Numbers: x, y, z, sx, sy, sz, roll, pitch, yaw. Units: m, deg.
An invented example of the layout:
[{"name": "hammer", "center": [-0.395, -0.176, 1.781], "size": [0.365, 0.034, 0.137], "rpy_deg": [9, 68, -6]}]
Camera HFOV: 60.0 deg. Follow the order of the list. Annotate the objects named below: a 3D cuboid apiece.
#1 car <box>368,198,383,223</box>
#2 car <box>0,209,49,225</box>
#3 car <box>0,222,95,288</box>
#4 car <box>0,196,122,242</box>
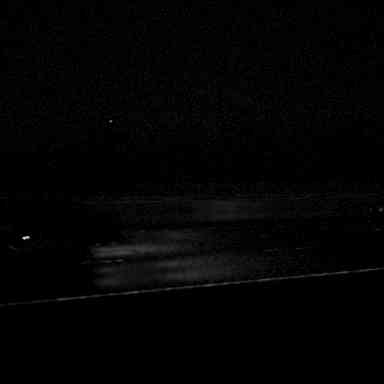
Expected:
[{"name": "car", "center": [13.671, 1.111, 21.151], "size": [4.553, 1.767, 2.097], "rpy_deg": [-1, 1, -16]}, {"name": "car", "center": [-7.707, 1.536, 11.171], "size": [4.902, 1.511, 2.128], "rpy_deg": [-1, 1, -16]}, {"name": "car", "center": [-4.968, 1.662, 8.334], "size": [4.718, 1.301, 1.895], "rpy_deg": [-1, 1, -16]}, {"name": "car", "center": [-6.077, 1.196, 15.300], "size": [5.566, 2.045, 2.150], "rpy_deg": [-1, 1, -16]}]
